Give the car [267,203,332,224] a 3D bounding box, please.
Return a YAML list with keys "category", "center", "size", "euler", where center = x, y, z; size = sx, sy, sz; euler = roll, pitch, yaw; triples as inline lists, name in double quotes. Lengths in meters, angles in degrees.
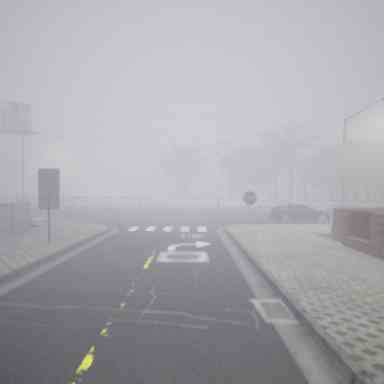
- category: "car"
  center: [8.408, 1.628, 26.106]
  size: [4.892, 1.490, 1.837]
  euler: [1, 1, -3]
